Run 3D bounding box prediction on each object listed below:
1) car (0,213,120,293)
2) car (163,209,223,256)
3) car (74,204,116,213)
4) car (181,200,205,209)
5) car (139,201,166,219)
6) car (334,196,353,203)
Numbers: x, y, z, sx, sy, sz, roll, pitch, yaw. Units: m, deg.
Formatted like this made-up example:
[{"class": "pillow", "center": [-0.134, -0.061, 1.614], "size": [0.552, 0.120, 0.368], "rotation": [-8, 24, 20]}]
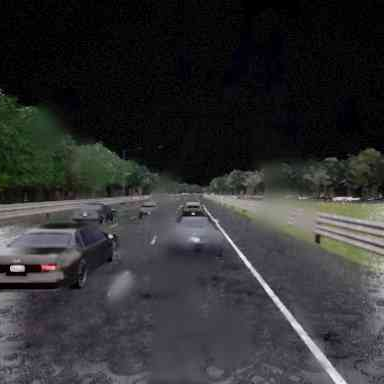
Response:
[{"class": "car", "center": [-3.400, 1.547, 9.016], "size": [2.033, 1.411, 5.357], "rotation": [0, 0, 0]}, {"class": "car", "center": [0.099, 1.564, 13.118], "size": [1.994, 1.385, 4.181], "rotation": [0, 0, 0]}, {"class": "car", "center": [-6.905, 1.540, 24.035], "size": [2.033, 1.411, 5.357], "rotation": [0, -1, 0]}, {"class": "car", "center": [0.104, 1.512, 29.071], "size": [1.837, 1.490, 4.892], "rotation": [0, 0, 0]}, {"class": "car", "center": [-3.398, 1.499, 28.931], "size": [2.128, 1.511, 4.902], "rotation": [0, 0, 0]}, {"class": "car", "center": [37.538, 1.820, 82.771], "size": [1.882, 1.535, 5.008], "rotation": [0, 0, -35]}]
